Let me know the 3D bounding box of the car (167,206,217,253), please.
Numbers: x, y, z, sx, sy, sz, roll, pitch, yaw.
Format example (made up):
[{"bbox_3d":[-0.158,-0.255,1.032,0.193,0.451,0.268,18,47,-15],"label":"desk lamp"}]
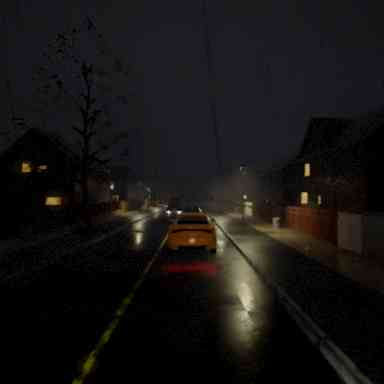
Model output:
[{"bbox_3d":[0.018,1.620,14.490,1.882,1.535,5.008,0,0,0],"label":"car"}]

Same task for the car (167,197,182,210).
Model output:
[{"bbox_3d":[-2.703,1.839,52.713,2.150,2.045,5.566,0,-1,0],"label":"car"}]

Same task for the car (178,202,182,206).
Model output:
[{"bbox_3d":[0.029,1.872,29.319,1.994,1.385,4.181,0,-1,0],"label":"car"}]
